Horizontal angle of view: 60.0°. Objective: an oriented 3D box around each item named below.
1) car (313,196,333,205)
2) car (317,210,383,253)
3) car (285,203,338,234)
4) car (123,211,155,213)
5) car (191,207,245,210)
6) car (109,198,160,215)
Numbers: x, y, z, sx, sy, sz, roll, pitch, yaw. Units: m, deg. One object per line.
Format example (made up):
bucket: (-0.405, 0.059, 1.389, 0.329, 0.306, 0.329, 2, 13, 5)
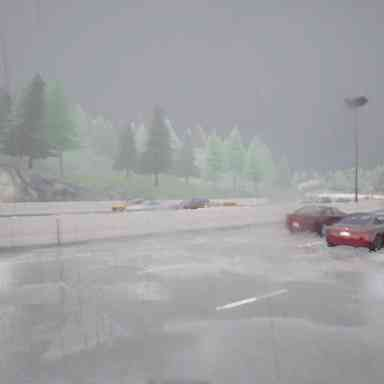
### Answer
car: (24.176, 1.549, 61.162, 2.128, 1.511, 4.902, 0, 0, 38)
car: (7.425, 1.575, 13.982, 4.181, 1.385, 1.994, 0, 0, -39)
car: (7.126, 1.490, 18.262, 5.008, 1.535, 1.882, 0, 0, -40)
car: (-4.193, 1.537, 31.848, 4.674, 1.442, 1.812, 0, 0, -39)
car: (2.420, 1.492, 28.247, 5.008, 1.535, 1.882, 0, 0, -40)
car: (-5.980, 1.489, 34.944, 5.008, 1.535, 1.882, 0, 0, -40)
